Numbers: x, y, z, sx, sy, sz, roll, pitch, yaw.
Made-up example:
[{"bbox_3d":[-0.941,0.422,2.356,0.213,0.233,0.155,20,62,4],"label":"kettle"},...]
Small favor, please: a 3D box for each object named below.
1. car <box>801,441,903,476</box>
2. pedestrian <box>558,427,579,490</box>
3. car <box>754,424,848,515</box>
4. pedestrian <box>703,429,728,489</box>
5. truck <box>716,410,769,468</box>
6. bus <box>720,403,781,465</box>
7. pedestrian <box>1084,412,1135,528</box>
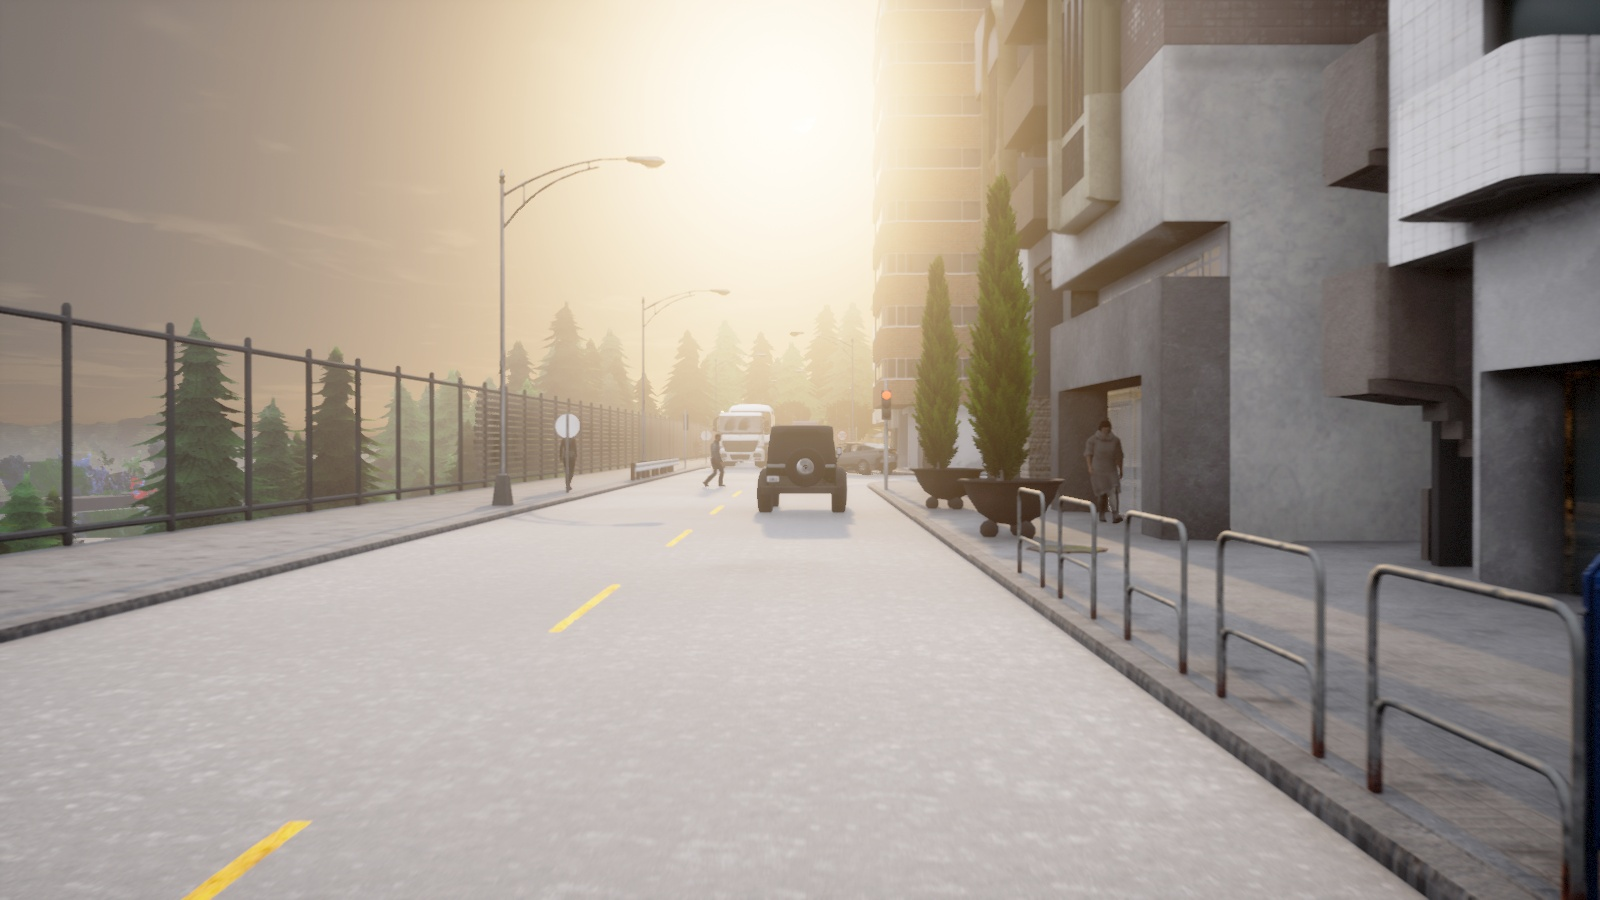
[{"bbox_3d":[2.372,0.368,58.104,4.514,1.525,2.007,0,1,43],"label":"car"},{"bbox_3d":[-6.790,0.243,36.809,0.328,1.805,0.869,0,0,9],"label":"pedestrian"},{"bbox_3d":[0.087,0.386,27.725,1.905,1.878,3.866,0,0,2],"label":"car"},{"bbox_3d":[-2.744,0.287,40.925,0.788,1.949,0.423,0,0,0],"label":"pedestrian"},{"bbox_3d":[-3.532,-0.679,78.296,2.891,3.462,7.936,0,0,0],"label":"truck"},{"bbox_3d":[-3.456,-1.145,90.906,3.944,4.253,10.273,0,0,0],"label":"bus"},{"bbox_3d":[5.316,0.339,21.584,0.659,1.952,0.873,0,0,0],"label":"pedestrian"}]
